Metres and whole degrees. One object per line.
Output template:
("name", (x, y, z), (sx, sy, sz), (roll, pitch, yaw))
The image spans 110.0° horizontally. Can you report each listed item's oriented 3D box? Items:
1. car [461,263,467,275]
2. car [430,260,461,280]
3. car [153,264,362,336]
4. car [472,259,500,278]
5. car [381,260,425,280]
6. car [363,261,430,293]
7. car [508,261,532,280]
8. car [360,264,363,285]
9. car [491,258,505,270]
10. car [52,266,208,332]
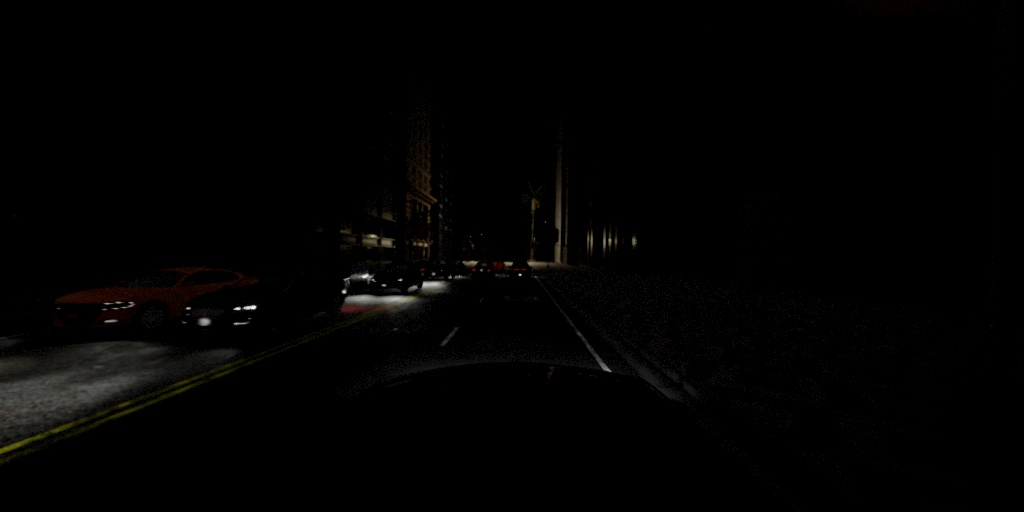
("car", (-5.780, 1.238, 36.723), (2.033, 1.411, 5.357), (1, 0, 1))
("car", (-5.974, 1.128, 30.164), (2.128, 1.511, 4.902), (1, 0, 2))
("car", (-6.455, 1.134, 10.048), (2.128, 1.511, 4.902), (1, 0, 1))
("car", (-2.513, 1.237, 32.615), (2.033, 1.411, 5.357), (1, 0, 1))
("car", (-9.206, 1.133, 30.862), (2.033, 1.411, 5.357), (1, 0, 2))
("car", (-6.236, 1.165, 19.928), (1.812, 1.442, 4.674), (1, 0, 1))
("car", (0.698, 1.246, 31.001), (1.837, 1.490, 4.892), (1, 0, 1))
("car", (-9.475, 1.135, 20.384), (2.033, 1.411, 5.357), (1, 0, 2))
("car", (-2.143, 1.036, 49.848), (2.097, 1.767, 4.553), (1, 0, 1))
("car", (-9.696, 1.069, 10.455), (1.882, 1.535, 5.008), (1, 0, 1))
